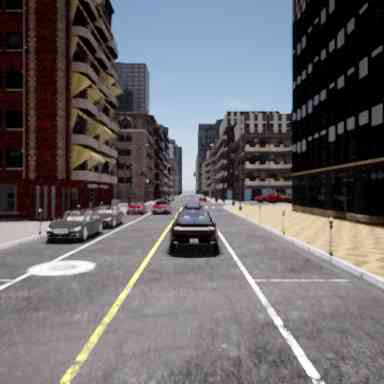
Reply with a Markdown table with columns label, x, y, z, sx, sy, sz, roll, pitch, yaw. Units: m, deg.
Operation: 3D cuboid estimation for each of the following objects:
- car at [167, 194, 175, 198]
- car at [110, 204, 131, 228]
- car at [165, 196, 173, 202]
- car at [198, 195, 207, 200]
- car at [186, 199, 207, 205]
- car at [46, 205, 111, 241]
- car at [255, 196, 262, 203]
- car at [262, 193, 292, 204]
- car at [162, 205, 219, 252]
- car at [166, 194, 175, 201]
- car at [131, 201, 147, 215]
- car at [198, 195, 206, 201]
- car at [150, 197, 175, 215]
| label | x | y | z | sx | sy | sz | roll | pitch | yaw |
| --- | --- | --- | --- | --- | --- | --- | --- | --- | --- |
| car | -5.695 | 1.710 | 77.162 | 1.947 | 1.339 | 4.313 | 0 | 0 | 0 |
| car | -5.693 | 1.586 | 22.221 | 2.008 | 1.369 | 4.403 | 0 | 0 | 0 |
| car | -5.695 | 1.682 | 82.675 | 1.752 | 1.417 | 4.829 | 0 | 0 | 0 |
| car | 2.685 | 1.597 | 82.847 | 1.967 | 1.590 | 4.097 | 0 | 0 | 0 |
| car | 0.084 | 1.611 | 29.731 | 1.994 | 1.385 | 4.181 | 0 | 0 | 0 |
| car | -5.693 | 1.577 | 16.573 | 2.008 | 1.369 | 4.403 | 0 | 0 | 0 |
| car | 14.556 | 1.120 | 63.480 | 5.009 | 1.841 | 2.192 | -1 | 1 | 0 |
| car | 14.690 | 1.120 | 55.102 | 5.009 | 1.841 | 2.192 | -1 | 1 | 0 |
| car | 0.083 | 1.512 | 14.116 | 2.128 | 1.511 | 4.902 | 0 | 0 | 0 |
| car | -5.696 | 1.486 | 88.528 | 2.192 | 1.841 | 5.009 | 0 | 0 | 0 |
| car | -5.744 | 1.639 | 35.139 | 1.802 | 1.307 | 4.206 | 0 | 0 | 0 |
| car | 2.685 | 1.611 | 88.530 | 1.967 | 1.590 | 4.097 | 0 | 0 | 0 |
| car | -3.090 | 1.581 | 34.284 | 1.812 | 1.442 | 4.674 | 0 | 0 | 0 |
